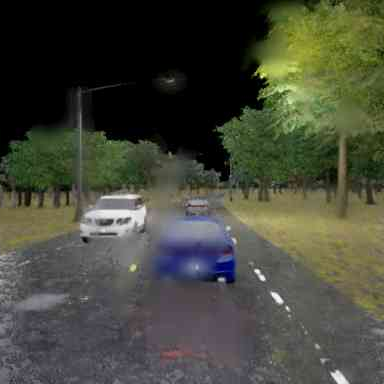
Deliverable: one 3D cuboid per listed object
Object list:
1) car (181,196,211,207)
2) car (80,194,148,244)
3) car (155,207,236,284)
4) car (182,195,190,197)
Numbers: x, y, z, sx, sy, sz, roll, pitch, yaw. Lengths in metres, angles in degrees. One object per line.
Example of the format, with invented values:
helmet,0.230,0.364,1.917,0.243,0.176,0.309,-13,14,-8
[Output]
car,0.503,1.353,26.585,2.128,1.511,4.902,0,0,2
car,-3.442,1.137,15.727,2.150,2.045,5.566,0,0,0
car,0.128,1.427,9.503,1.882,1.535,5.008,0,0,2
car,-0.977,1.267,66.741,1.994,1.385,4.181,0,0,4
